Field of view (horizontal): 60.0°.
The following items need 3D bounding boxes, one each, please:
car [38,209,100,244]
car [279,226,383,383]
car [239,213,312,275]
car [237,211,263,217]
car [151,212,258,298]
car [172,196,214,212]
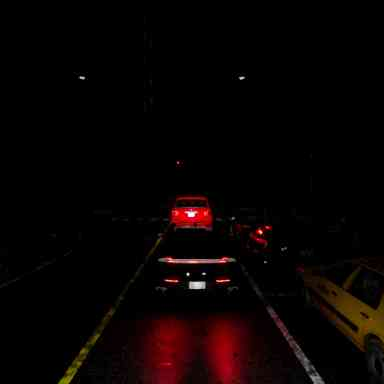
[{"bbox_3d":[-5.696,1.539,15.898,1.887,1.381,4.507,-1,0,0],"label":"car"},{"bbox_3d":[2.861,1.524,4.908,1.752,1.417,4.829,-1,0,0],"label":"car"},{"bbox_3d":[2.855,1.562,10.325,1.947,1.339,4.313,-1,0,0],"label":"car"},{"bbox_3d":[2.850,1.576,15.910,1.802,1.307,4.206,-1,0,0],"label":"car"},{"bbox_3d":[0.090,1.489,8.495,2.128,1.511,4.902,0,0,0],"label":"car"},{"bbox_3d":[0.047,1.214,18.843,2.150,2.045,5.566,0,0,2],"label":"car"}]
